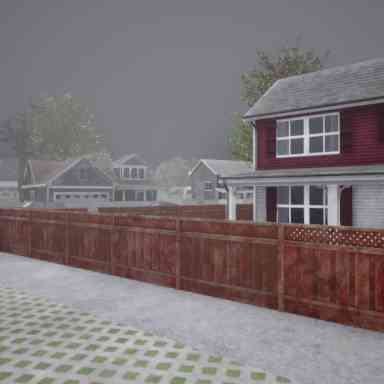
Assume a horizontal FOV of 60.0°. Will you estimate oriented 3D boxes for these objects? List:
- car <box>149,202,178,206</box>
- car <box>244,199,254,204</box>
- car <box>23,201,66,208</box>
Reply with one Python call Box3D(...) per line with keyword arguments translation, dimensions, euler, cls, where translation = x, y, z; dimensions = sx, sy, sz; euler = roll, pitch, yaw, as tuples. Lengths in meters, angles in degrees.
Box3D(translation=(-2.767, 1.638, 28.588), dimensions=(4.892, 1.490, 1.837), euler=(0, 0, -35), cls="car")
Box3D(translation=(6.608, 1.540, 35.015), dimensions=(4.553, 1.767, 2.097), euler=(0, 0, -33), cls="car")
Box3D(translation=(-10.726, 1.435, 22.743), dimensions=(4.553, 1.767, 2.097), euler=(0, 0, -37), cls="car")
